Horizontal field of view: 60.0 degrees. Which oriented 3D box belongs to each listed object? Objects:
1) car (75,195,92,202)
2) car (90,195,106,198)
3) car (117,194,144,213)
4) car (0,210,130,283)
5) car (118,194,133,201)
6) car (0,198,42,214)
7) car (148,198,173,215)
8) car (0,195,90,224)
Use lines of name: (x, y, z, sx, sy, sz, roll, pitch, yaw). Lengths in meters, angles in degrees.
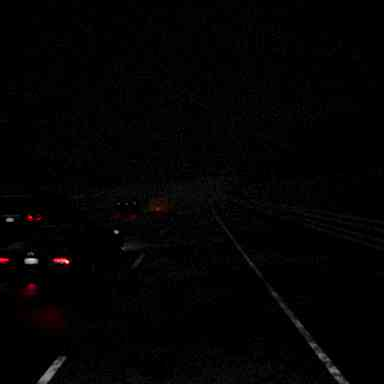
car: (-22.429, 1.325, 68.949, 1.812, 1.442, 4.674, 0, 0, 3)
car: (-18.936, 1.351, 68.726, 2.033, 1.411, 5.357, 0, 0, 3)
car: (-6.332, 1.199, 34.713, 2.097, 1.767, 4.553, 0, 0, 2)
car: (-3.344, 1.485, 9.491, 2.033, 1.411, 5.357, 0, 0, 1)
car: (-15.002, 1.252, 75.626, 2.033, 1.411, 5.357, 0, 0, 4)
car: (-17.075, 1.340, 33.301, 1.837, 1.490, 4.892, 0, 0, 2)
car: (-2.921, 1.333, 31.657, 1.882, 1.535, 5.008, 0, 0, 2)
car: (-6.774, 1.126, 15.172, 2.150, 2.045, 5.566, 0, 0, 1)
